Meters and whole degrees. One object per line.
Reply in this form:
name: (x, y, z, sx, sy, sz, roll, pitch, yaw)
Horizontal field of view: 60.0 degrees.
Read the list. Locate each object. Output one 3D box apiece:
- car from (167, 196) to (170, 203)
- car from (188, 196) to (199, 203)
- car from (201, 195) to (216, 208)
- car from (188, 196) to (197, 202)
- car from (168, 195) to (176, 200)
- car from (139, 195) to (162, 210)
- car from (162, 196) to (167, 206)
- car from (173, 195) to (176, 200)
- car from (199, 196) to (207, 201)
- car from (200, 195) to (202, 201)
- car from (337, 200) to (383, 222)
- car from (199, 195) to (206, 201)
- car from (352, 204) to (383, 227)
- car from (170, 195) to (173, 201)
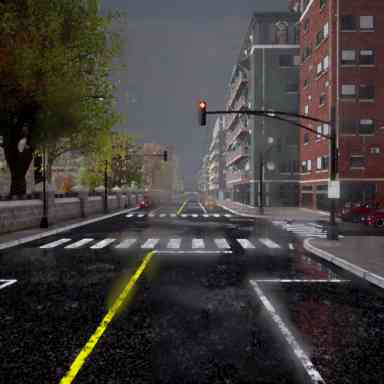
car: (-5.635, 1.566, 60.524, 1.887, 1.381, 4.507, 0, 0, 0)
car: (0.070, 1.576, 69.224, 2.033, 1.411, 5.357, 0, 0, 0)
car: (2.736, 1.538, 49.616, 1.752, 1.417, 4.829, 0, 0, 0)
car: (0.078, 1.591, 79.635, 1.994, 1.385, 4.181, 0, 0, 0)
car: (-5.604, 1.580, 93.565, 1.752, 1.417, 4.829, 0, 0, 0)
car: (-5.651, 1.324, 43.918, 2.192, 1.841, 5.009, 0, 0, 0)
car: (-5.640, 1.457, 54.989, 1.967, 1.590, 4.097, 0, 0, 0)
car: (-5.613, 1.624, 82.665, 1.802, 1.307, 4.206, 0, 0, 0)
car: (2.767, 1.587, 82.658, 1.887, 1.381, 4.507, 0, 0, 0)
car: (2.741, 1.562, 54.981, 1.887, 1.381, 4.507, 0, 0, 0)
car: (14.643, 1.591, 27.327, 5.009, 1.841, 2.192, 1, -1, 0)
car: (2.772, 1.593, 88.193, 1.887, 1.381, 4.507, 0, 0, 0)
car: (14.688, 1.851, 24.722, 4.181, 1.385, 1.994, 1, 0, 0)
car: (-5.624, 1.613, 71.594, 1.802, 1.307, 4.206, 0, 0, 0)
